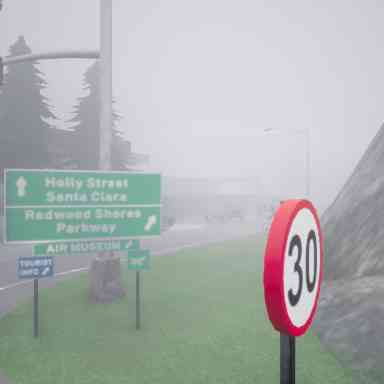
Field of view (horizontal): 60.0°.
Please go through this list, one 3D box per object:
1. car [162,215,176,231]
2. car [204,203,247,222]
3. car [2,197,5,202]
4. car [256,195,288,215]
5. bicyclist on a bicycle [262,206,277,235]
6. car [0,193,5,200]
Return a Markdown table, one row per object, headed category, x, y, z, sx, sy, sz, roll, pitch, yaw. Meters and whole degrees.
| category | x | y | z | sx | sy | sz | roll | pitch | yaw |
| --- | --- | --- | --- | --- | --- | --- | --- | --- | --- |
| car | -3.145 | 1.792 | 20.044 | 1.895 | 1.301 | 4.718 | 0 | 0 | 36 |
| car | 2.902 | 1.683 | 28.298 | 2.128 | 1.511 | 4.902 | 0 | 0 | 36 |
| car | -12.266 | 1.505 | 26.086 | 1.905 | 1.878 | 3.866 | 0 | 0 | 35 |
| car | 9.026 | 1.413 | 36.639 | 2.150 | 2.045 | 5.566 | 0 | 0 | 36 |
| bicyclist on a bicycle | 4.672 | 1.643 | 18.706 | 1.656 | 1.620 | 0.582 | 0 | 0 | 36 |
| car | -38.316 | 1.489 | 70.119 | 4.514 | 1.523 | 2.007 | 0 | 0 | 35 |
